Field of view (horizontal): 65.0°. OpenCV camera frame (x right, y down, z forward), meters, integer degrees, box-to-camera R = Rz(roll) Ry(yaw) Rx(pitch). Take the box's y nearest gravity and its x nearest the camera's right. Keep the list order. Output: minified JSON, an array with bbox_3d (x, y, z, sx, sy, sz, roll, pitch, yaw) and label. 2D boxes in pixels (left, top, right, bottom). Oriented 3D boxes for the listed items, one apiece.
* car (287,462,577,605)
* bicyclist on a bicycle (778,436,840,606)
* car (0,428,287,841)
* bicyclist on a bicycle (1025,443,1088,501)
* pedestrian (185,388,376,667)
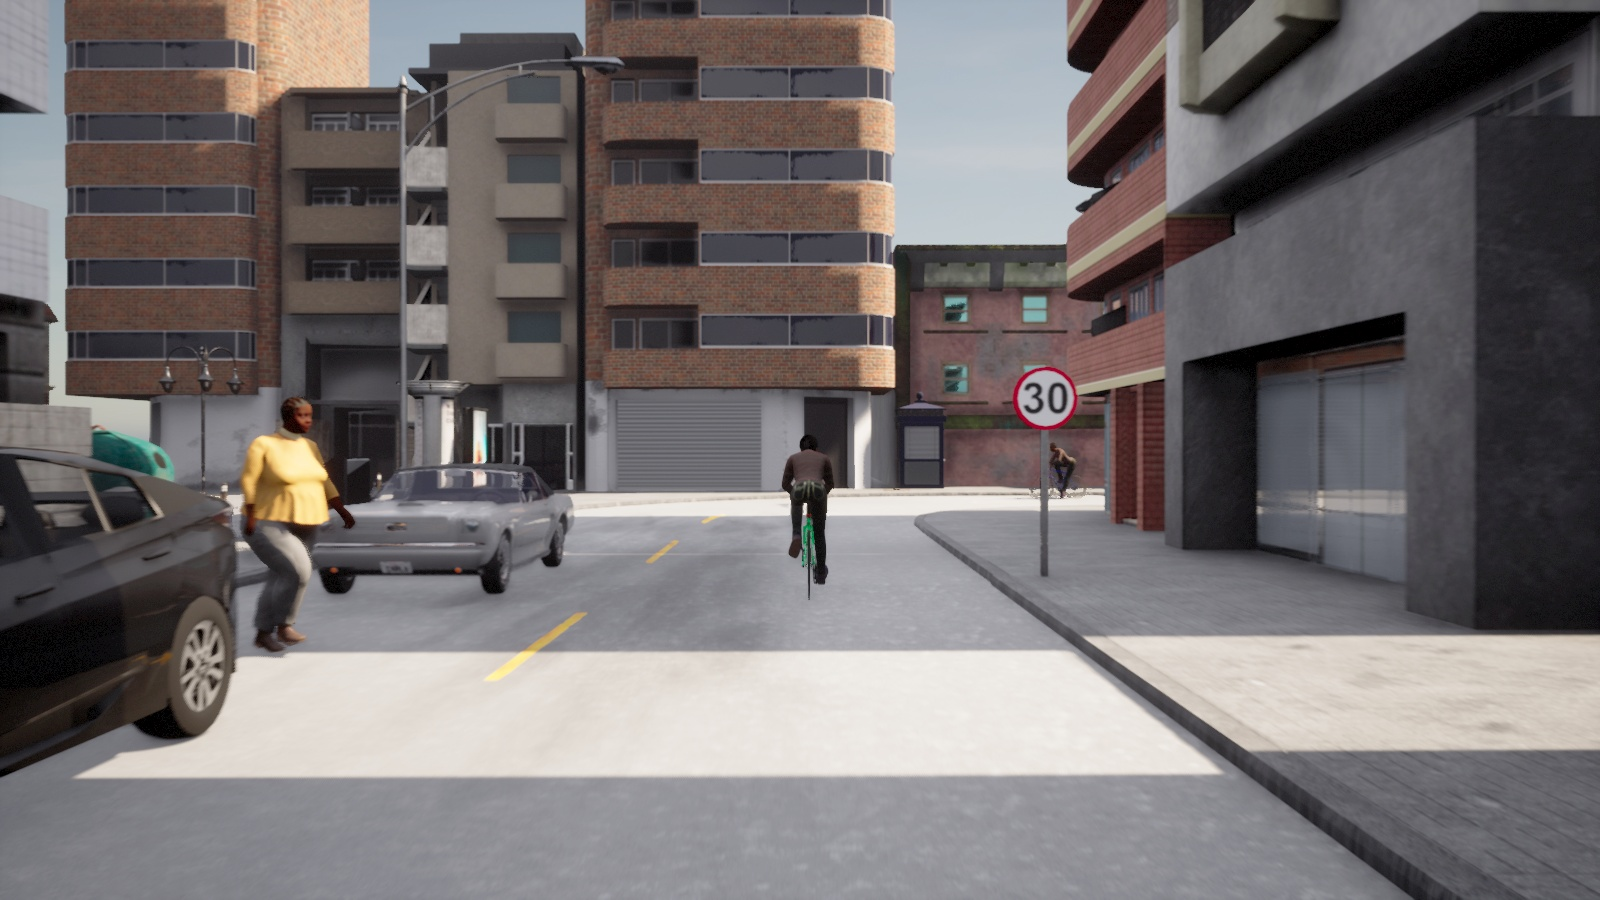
[{"bbox_3d":[-3.908,0.811,14.265,1.895,1.301,4.718,0,0,0],"label":"car"},{"bbox_3d":[0.090,0.669,12.793,0.582,1.620,1.656,0,0,0],"label":"bicyclist on a bicycle"},{"bbox_3d":[-3.956,0.679,4.945,2.007,1.525,4.514,0,0,0],"label":"car"},{"bbox_3d":[7.277,0.622,35.620,1.656,1.620,0.582,0,1,-8],"label":"bicyclist on a bicycle"},{"bbox_3d":[-3.669,0.513,8.908,0.900,1.855,0.874,0,0,23],"label":"pedestrian"}]
